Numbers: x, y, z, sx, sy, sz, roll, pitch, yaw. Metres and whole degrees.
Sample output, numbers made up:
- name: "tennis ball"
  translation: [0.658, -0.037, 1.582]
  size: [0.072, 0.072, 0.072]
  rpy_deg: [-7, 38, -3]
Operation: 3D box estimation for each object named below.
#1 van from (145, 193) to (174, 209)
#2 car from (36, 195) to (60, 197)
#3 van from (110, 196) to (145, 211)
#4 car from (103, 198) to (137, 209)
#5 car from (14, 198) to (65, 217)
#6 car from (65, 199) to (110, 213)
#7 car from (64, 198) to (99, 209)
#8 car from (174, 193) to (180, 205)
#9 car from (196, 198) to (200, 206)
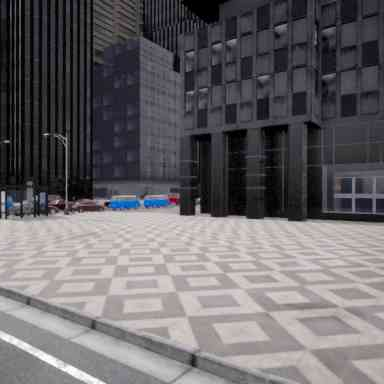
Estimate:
- name: "van"
  translation: [-4.713, 1.329, 44.810]
  size: [1.690, 1.788, 3.998]
  rpy_deg: [0, 0, 35]
- name: "car"
  translation: [-18.245, 1.284, 40.505]
  size: [2.192, 1.841, 5.009]
  rpy_deg: [0, 0, 35]
- name: "van"
  translation: [-8.006, 1.331, 40.186]
  size: [1.690, 1.788, 3.998]
  rpy_deg: [0, 0, 35]
- name: "car"
  translation: [-10.174, 1.572, 47.239]
  size: [1.895, 1.301, 4.718]
  rpy_deg: [0, 0, 36]
- name: "car"
  translation: [-14.594, 1.548, 30.937]
  size: [2.008, 1.369, 4.403]
  rpy_deg: [0, 0, 35]
- name: "car"
  translation: [-11.300, 1.575, 35.561]
  size: [1.802, 1.307, 4.206]
  rpy_deg: [0, 0, 35]
- name: "car"
  translation: [-14.952, 1.547, 45.130]
  size: [1.802, 1.307, 4.206]
  rpy_deg: [0, 0, 35]
- name: "car"
  translation: [-4.103, 1.191, 55.684]
  size: [2.150, 2.045, 5.566]
  rpy_deg: [0, 0, 36]
- name: "car"
  translation: [1.874, 1.568, 54.059]
  size: [1.802, 1.307, 4.206]
  rpy_deg: [0, 0, 35]
